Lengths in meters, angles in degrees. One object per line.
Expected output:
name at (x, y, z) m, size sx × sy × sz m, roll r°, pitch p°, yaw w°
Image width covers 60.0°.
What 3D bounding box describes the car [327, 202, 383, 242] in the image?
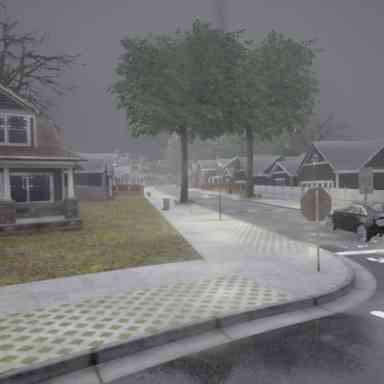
car at (7.631, 1.173, 14.614) m, size 2.128 × 1.511 × 4.902 m, roll -2°, pitch 2°, yaw -1°
